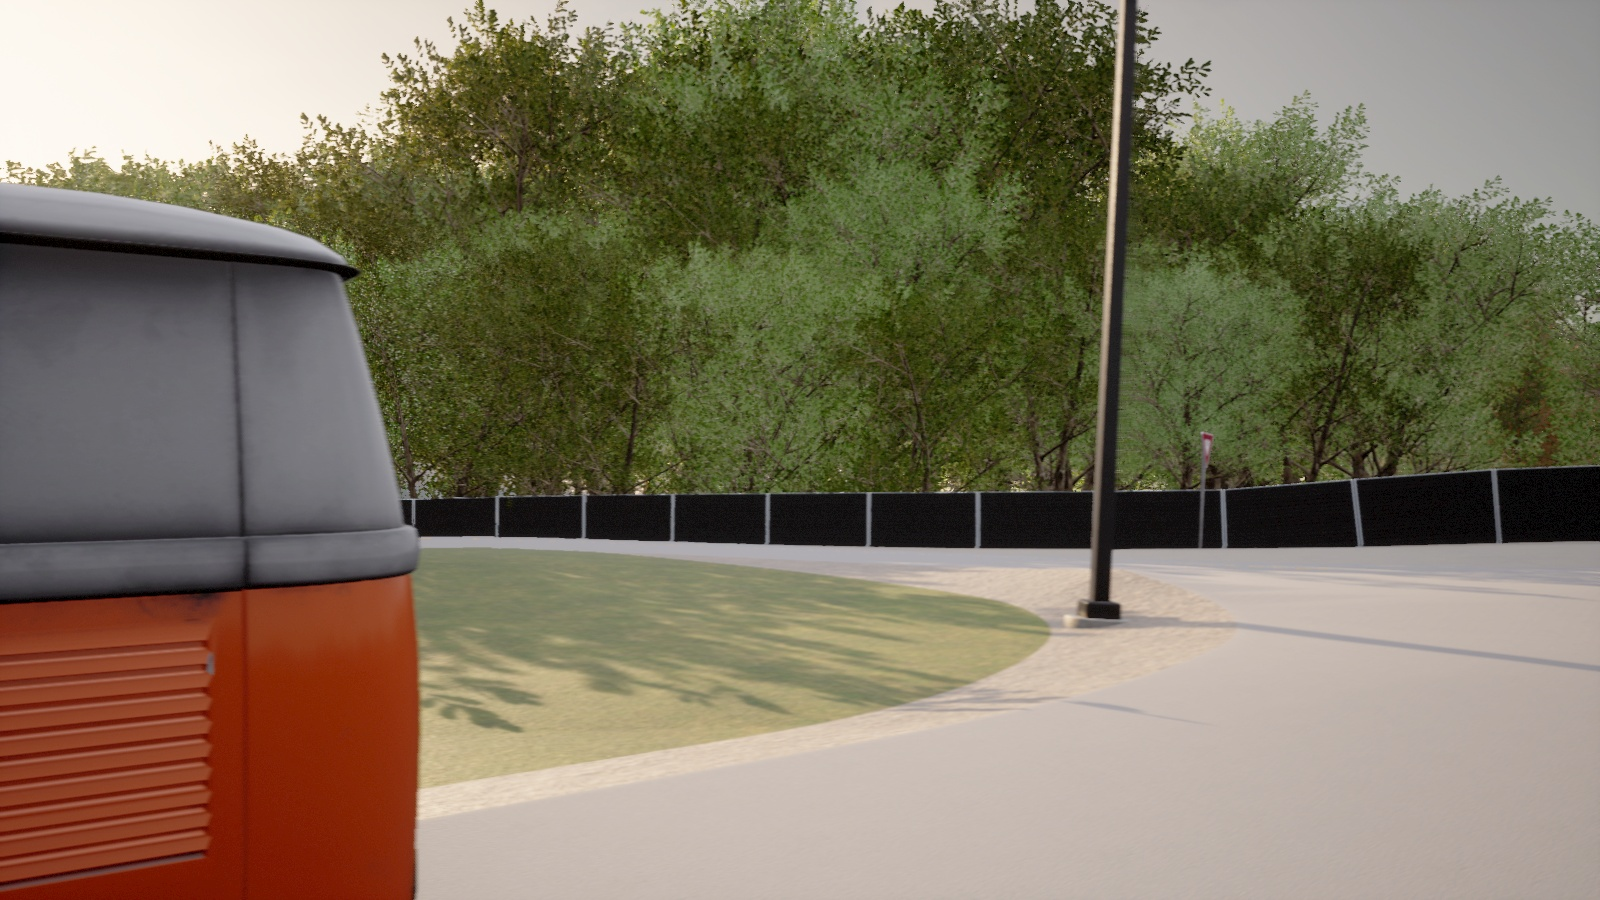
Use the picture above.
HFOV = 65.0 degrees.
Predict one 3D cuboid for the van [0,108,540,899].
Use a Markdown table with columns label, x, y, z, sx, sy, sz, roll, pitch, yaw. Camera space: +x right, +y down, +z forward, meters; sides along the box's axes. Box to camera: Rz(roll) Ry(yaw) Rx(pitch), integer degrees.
| label | x | y | z | sx | sy | sz | roll | pitch | yaw |
| --- | --- | --- | --- | --- | --- | --- | --- | --- | --- |
| van | -2.798 | 0.508 | 1.715 | 4.442 | 1.987 | 1.775 | 0 | 0 | -35 |
